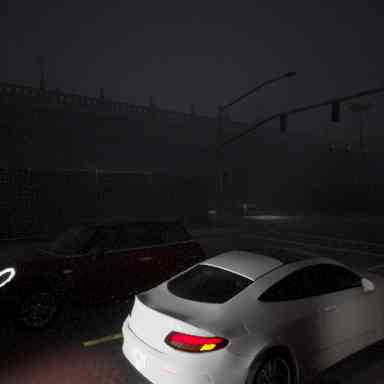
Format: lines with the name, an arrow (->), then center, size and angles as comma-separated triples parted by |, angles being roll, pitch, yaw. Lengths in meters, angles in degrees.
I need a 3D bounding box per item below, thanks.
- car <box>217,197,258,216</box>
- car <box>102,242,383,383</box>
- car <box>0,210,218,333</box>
car -> 4.578, 1.407, 33.952 | 2.097, 1.767, 4.553 | 0, 0, -36
car -> 1.343, 1.526, 4.745 | 4.674, 1.442, 1.812 | 0, 0, -35
car -> -1.889, 1.352, 6.927 | 4.553, 1.767, 2.097 | 0, 0, -35
